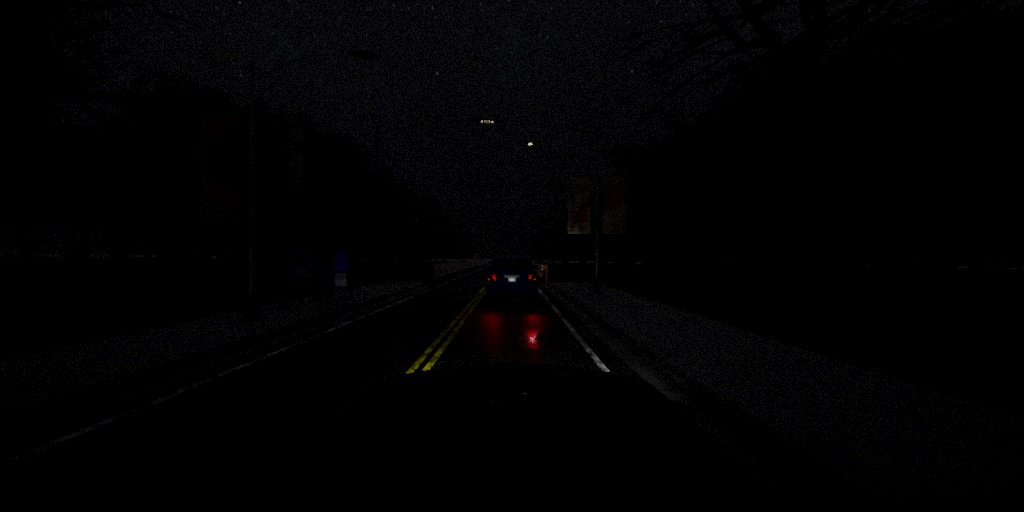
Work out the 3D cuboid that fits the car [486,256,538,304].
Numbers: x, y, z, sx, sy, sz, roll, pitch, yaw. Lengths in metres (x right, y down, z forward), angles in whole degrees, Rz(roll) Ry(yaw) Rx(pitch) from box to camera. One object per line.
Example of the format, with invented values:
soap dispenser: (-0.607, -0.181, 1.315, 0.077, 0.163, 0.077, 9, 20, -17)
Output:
car: (0.000, 1.009, 16.530, 2.150, 2.045, 5.566, 0, 0, 0)
